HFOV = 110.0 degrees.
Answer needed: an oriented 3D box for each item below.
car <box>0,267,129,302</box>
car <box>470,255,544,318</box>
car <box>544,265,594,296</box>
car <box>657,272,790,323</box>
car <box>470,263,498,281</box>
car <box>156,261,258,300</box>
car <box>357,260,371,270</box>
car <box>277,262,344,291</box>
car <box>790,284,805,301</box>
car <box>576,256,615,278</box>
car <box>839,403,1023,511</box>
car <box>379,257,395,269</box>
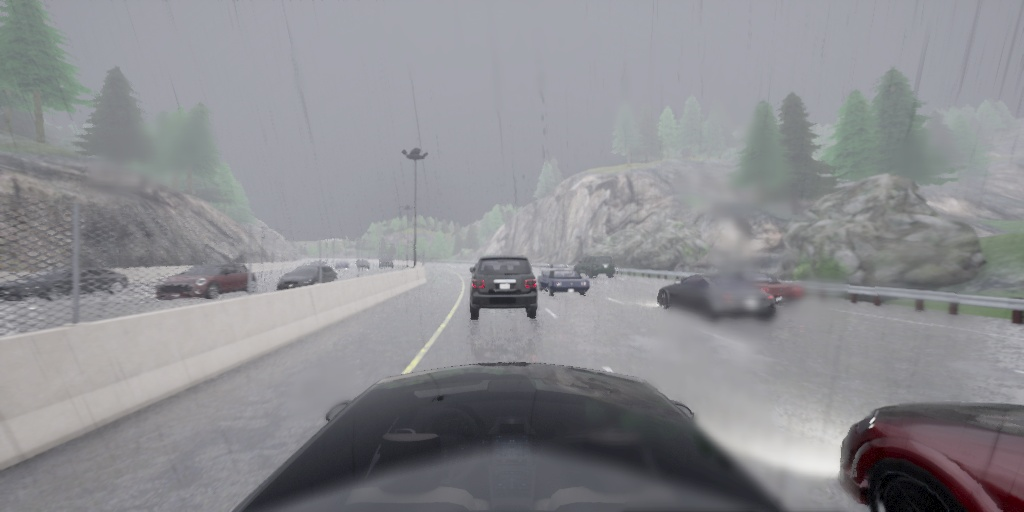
[{"bbox_3d":[-22.069,1.333,17.894,1.837,1.490,4.892,0,0,-6],"label":"car"},{"bbox_3d":[-0.378,0.991,13.197,2.150,2.045,5.566,0,0,-4],"label":"car"},{"bbox_3d":[2.614,1.375,19.371,1.895,1.301,4.718,0,0,-5],"label":"car"},{"bbox_3d":[6.662,1.316,12.140,1.994,1.385,4.181,0,0,-3],"label":"car"},{"bbox_3d":[-2.587,1.354,31.827,2.033,1.411,5.357,0,0,-10],"label":"car"},{"bbox_3d":[-15.065,1.164,18.026,2.097,1.767,4.553,0,0,-6],"label":"car"},{"bbox_3d":[-23.970,1.403,57.996,1.837,1.490,4.892,0,0,-19],"label":"car"},{"bbox_3d":[-11.879,1.315,21.202,1.837,1.490,4.892,0,0,-7],"label":"car"},{"bbox_3d":[9.953,1.351,15.727,1.895,1.301,4.718,0,0,-4],"label":"car"},{"bbox_3d":[7.701,1.008,33.813,2.150,2.045,5.566,0,0,-10],"label":"car"},{"bbox_3d":[3.504,1.305,0.991,1.994,1.385,4.181,0,0,0],"label":"car"},{"bbox_3d":[-21.385,1.121,61.330,2.150,2.045,5.566,0,0,-20],"label":"car"}]
